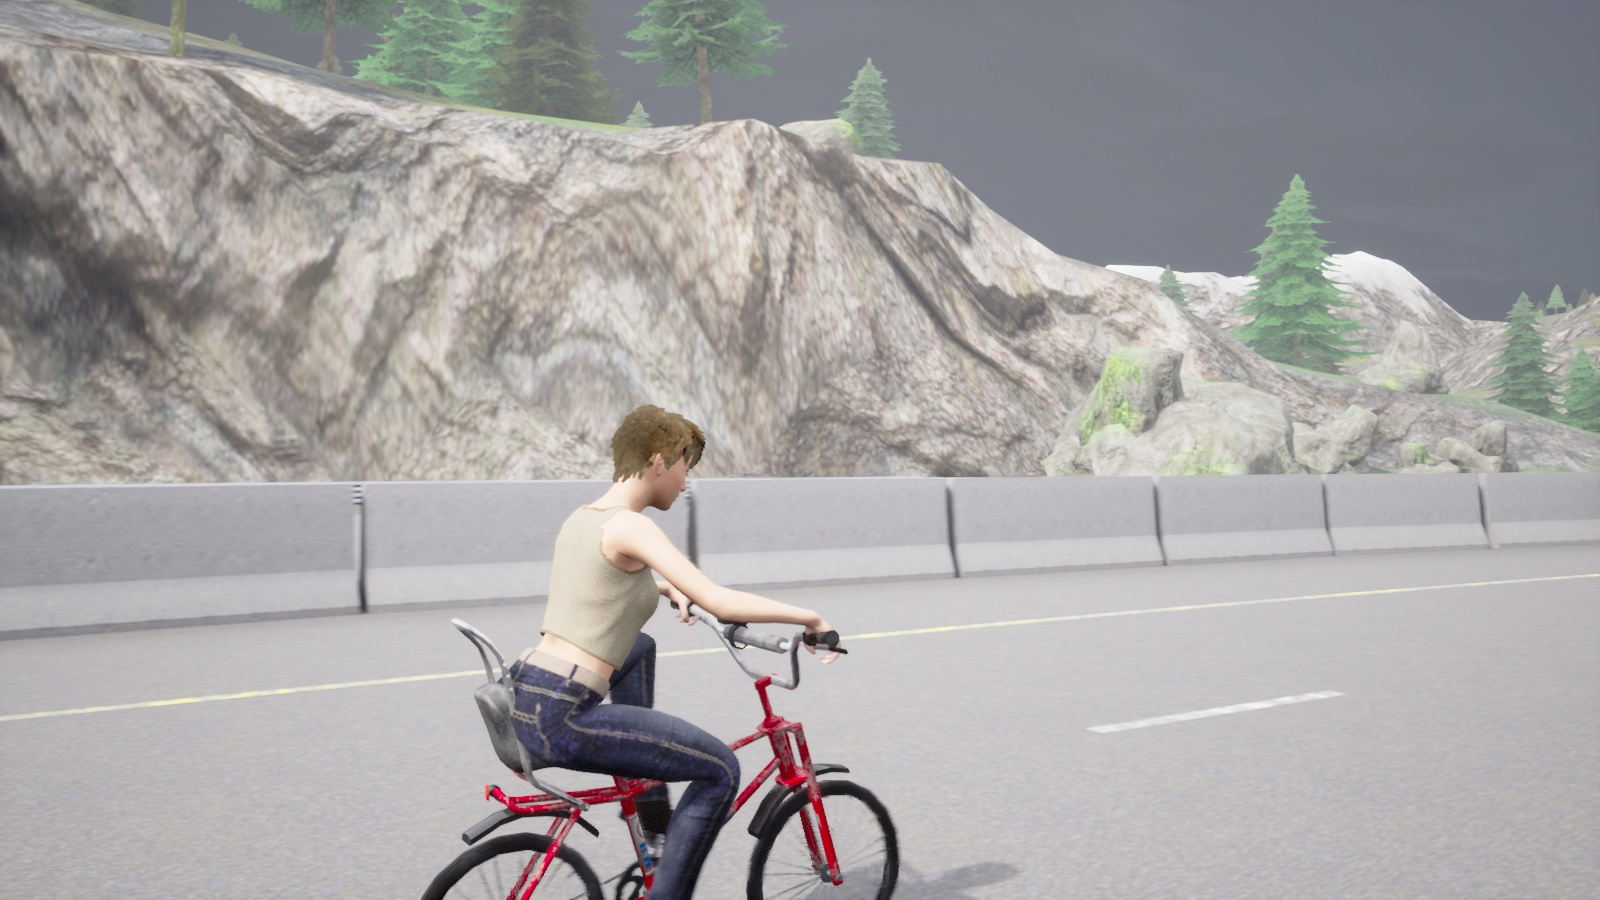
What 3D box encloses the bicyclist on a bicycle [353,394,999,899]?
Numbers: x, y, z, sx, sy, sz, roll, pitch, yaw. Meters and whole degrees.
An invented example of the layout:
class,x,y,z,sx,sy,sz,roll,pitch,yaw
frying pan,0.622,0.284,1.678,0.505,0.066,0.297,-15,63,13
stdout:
class,x,y,z,sx,sy,sz,roll,pitch,yaw
bicyclist on a bicycle,-0.322,0.689,3.398,1.509,1.612,0.866,0,0,-33
